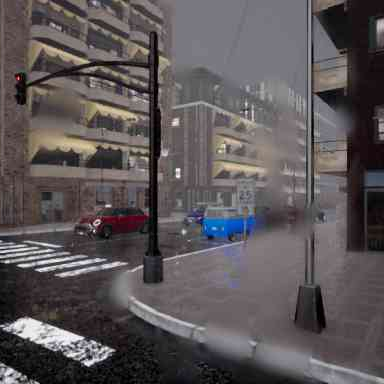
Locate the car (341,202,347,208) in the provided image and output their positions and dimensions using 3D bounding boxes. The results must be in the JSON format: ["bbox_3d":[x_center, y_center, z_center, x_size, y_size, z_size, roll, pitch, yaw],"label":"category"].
[{"bbox_3d":[40.118,3.376,86.733,1.752,1.417,4.829,-1,-2,35],"label":"car"}]

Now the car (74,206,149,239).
[{"bbox_3d":[-4.549,1.639,19.411,2.097,1.767,4.553,0,-1,35],"label":"car"}]

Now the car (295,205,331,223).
[{"bbox_3d":[11.725,2.233,32.422,2.008,1.369,4.403,-1,-2,35],"label":"car"}]

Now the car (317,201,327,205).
[{"bbox_3d":[24.159,2.889,64.299,1.802,1.307,4.206,-1,-2,35],"label":"car"}]

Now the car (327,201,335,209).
[{"bbox_3d":[27.369,2.729,68.819,2.192,1.841,5.009,-1,-2,35],"label":"car"}]

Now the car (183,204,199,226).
[{"bbox_3d":[1.204,2.005,27.535,1.812,1.442,4.674,0,-1,35],"label":"car"}]

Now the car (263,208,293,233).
[{"bbox_3d":[5.303,2.035,23.394,1.947,1.339,4.313,-1,-2,35],"label":"car"}]

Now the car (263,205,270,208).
[{"bbox_3d":[7.183,2.181,35.931,1.837,1.490,4.892,0,-1,35],"label":"car"}]

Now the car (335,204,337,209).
[{"bbox_3d":[30.581,3.064,73.327,1.887,1.381,4.507,-1,-2,35],"label":"car"}]

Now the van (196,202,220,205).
[{"bbox_3d":[1.681,1.903,32.709,1.690,1.788,3.998,-1,-2,35],"label":"van"}]

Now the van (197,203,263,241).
[{"bbox_3d":[2.229,1.704,18.787,1.690,1.788,3.998,-1,-2,35],"label":"van"}]

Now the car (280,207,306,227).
[{"bbox_3d":[8.513,2.158,27.907,1.802,1.307,4.206,-1,-2,35],"label":"car"}]
